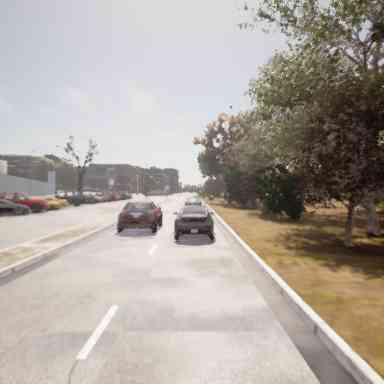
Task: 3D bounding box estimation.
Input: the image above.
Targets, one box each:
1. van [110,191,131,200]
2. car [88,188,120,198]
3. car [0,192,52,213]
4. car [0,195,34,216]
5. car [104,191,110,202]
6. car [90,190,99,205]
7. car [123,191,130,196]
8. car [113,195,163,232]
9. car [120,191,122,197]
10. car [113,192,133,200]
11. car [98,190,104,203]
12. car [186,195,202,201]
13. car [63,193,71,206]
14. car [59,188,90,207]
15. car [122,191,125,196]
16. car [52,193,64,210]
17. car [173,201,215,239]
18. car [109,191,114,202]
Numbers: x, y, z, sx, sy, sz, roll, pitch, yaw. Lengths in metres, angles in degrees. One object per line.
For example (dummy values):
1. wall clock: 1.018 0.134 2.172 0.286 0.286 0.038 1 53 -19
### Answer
1. van: -16.612 0.833 77.107 4.442 1.987 1.878 -1 0 -19
2. car: -16.827 0.848 62.021 5.566 2.045 2.435 -1 0 -20
3. car: -16.796 1.024 32.040 5.566 2.045 2.435 -1 0 -20
4. car: -16.792 1.334 29.040 4.792 1.488 2.163 -1 0 -20
5. car: -16.810 1.118 56.034 4.892 1.521 2.231 -1 0 -20
6. car: -16.777 1.015 50.037 4.553 1.767 2.185 -1 1 -20
7. car: -16.799 0.824 71.034 5.566 2.045 2.435 -1 0 -20
8. car: -2.901 1.264 19.458 2.097 1.767 4.553 0 0 0
9. car: -16.967 1.090 64.971 5.366 1.575 1.946 -1 0 -20
10. car: -16.638 0.927 80.085 4.553 1.767 2.185 -1 0 -19
11. car: -16.838 1.003 53.023 4.553 1.767 2.185 -1 0 -20
12. car: 0.098 1.301 35.165 2.033 1.411 5.357 0 1 0
13. car: -16.986 1.221 37.961 5.366 1.575 1.946 -1 1 -20
14. car: -16.837 0.925 44.010 5.566 2.045 2.435 -1 1 -20
15. car: -16.779 1.123 68.039 4.674 1.452 2.002 -1 0 -20
16. car: -16.641 1.240 35.094 5.366 1.575 1.946 -1 0 -20
17. car: 0.099 1.439 17.022 1.837 1.490 4.892 0 1 0
18. car: -16.826 1.137 59.018 4.792 1.488 2.163 -1 1 -20
